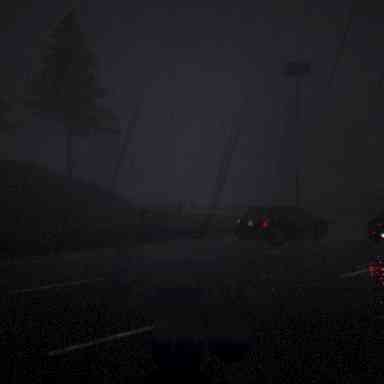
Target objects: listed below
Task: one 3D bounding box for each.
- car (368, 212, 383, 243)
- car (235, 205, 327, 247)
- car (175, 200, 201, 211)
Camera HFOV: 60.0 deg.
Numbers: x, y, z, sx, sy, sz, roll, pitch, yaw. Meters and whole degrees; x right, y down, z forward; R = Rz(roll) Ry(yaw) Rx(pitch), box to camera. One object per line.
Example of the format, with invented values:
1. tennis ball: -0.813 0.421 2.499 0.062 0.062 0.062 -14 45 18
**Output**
1. car: 9.858 1.533 15.088 4.892 1.490 1.837 0 0 -35
2. car: 4.219 1.373 15.377 4.553 1.767 2.097 0 0 -35
3. car: -0.529 1.643 41.512 1.895 1.301 4.718 0 0 -21
